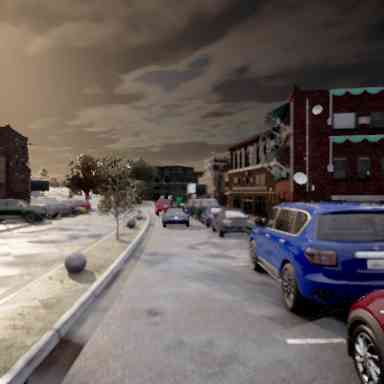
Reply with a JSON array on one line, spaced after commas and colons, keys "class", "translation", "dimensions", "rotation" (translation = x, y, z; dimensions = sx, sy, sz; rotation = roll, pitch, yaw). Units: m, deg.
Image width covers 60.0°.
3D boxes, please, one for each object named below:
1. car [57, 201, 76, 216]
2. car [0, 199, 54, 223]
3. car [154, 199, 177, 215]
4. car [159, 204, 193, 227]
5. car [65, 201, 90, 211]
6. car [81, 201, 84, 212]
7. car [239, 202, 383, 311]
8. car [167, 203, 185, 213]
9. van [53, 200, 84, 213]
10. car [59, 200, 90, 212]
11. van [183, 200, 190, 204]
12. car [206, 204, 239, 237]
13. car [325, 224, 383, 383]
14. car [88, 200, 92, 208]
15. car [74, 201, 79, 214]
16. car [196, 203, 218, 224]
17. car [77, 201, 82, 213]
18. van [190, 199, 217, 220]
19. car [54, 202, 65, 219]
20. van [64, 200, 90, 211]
[{"class": "car", "translation": [-16.795, 2.166, 39.238], "dimensions": [4.892, 1.521, 2.231], "rotation": [0, -2, -9]}, {"class": "car", "translation": [-15.211, 1.607, 28.309], "dimensions": [5.566, 2.045, 2.435], "rotation": [0, -1, -6]}, {"class": "car", "translation": [-3.606, 1.926, 42.979], "dimensions": [2.150, 2.045, 5.566], "rotation": [0, -2, -9]}, {"class": "car", "translation": [-1.299, 1.820, 25.237], "dimensions": [1.994, 1.385, 4.181], "rotation": [0, -1, -6]}, {"class": "car", "translation": [-22.580, 2.724, 65.812], "dimensions": [4.553, 1.767, 2.185], "rotation": [0, -1, -14]}, {"class": "car", "translation": [-18.263, 2.433, 47.294], "dimensions": [4.674, 1.452, 2.002], "rotation": [0, -2, -11]}, {"class": "car", "translation": [2.864, 1.253, 7.955], "dimensions": [2.435, 2.045, 5.566], "rotation": [0, 0, -1]}, {"class": "car", "translation": [-2.577, 2.506, 53.121], "dimensions": [2.033, 1.411, 5.357], "rotation": [0, -1, -11]}, {"class": "van", "translation": [-19.486, 2.310, 52.621], "dimensions": [4.442, 1.987, 1.878], "rotation": [0, -1, -12]}, {"class": "car", "translation": [-18.620, 2.461, 50.006], "dimensions": [5.366, 1.575, 1.946], "rotation": [0, -2, -11]}, {"class": "van", "translation": [0.488, 1.740, 35.641], "dimensions": [1.878, 1.987, 4.442], "rotation": [0, -1, -7]}, {"class": "car", "translation": [2.231, 1.660, 18.979], "dimensions": [2.002, 1.452, 4.674], "rotation": [0, -1, -4]}, {"class": "car", "translation": [2.991, 1.355, 2.346], "dimensions": [2.185, 1.767, 4.553], "rotation": [0, 0, 0]}, {"class": "car", "translation": [-21.237, 2.479, 60.481], "dimensions": [5.566, 2.045, 2.435], "rotation": [0, -1, -14]}, {"class": "car", "translation": [-17.289, 2.273, 41.924], "dimensions": [4.792, 1.488, 2.163], "rotation": [0, -2, -10]}, {"class": "car", "translation": [1.755, 1.752, 24.501], "dimensions": [2.002, 1.452, 4.674], "rotation": [0, -1, -5]}, {"class": "car", "translation": [-17.718, 2.348, 44.618], "dimensions": [4.792, 1.488, 2.163], "rotation": [0, -2, -10]}, {"class": "van", "translation": [1.184, 1.603, 30.148], "dimensions": [1.878, 1.987, 4.442], "rotation": [0, -1, -6]}, {"class": "car", "translation": [-15.920, 2.031, 33.720], "dimensions": [4.792, 1.488, 2.163], "rotation": [0, -2, -8]}, {"class": "van", "translation": [-21.768, 2.564, 63.176], "dimensions": [4.442, 1.987, 1.878], "rotation": [0, -1, -14]}]
